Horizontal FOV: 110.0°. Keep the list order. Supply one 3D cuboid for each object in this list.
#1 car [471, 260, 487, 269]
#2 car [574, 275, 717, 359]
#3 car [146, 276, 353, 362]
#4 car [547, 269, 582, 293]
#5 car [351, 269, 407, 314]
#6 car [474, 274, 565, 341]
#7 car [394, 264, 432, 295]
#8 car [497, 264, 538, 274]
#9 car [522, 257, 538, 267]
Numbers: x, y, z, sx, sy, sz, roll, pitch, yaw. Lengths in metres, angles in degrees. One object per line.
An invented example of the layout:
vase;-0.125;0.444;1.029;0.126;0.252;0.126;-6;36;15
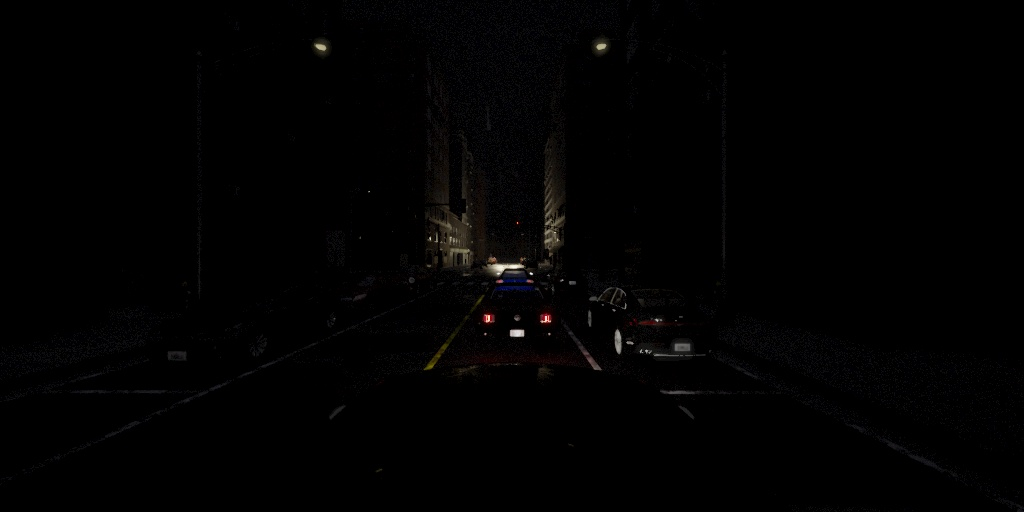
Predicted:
car;-5.473;1.380;56.339;1.802;1.307;4.207;0;0;0
car;2.875;1.302;8.210;2.007;1.370;4.403;0;0;0
car;-5.650;1.317;8.235;1.948;1.339;4.313;0;0;0
car;2.908;1.320;19.212;1.948;1.339;4.313;0;0;0
car;-5.634;1.335;13.736;1.802;1.307;4.207;0;0;0
car;0.119;1.353;9.834;1.895;1.301;4.718;0;0;0
car;-5.618;1.194;19.238;1.967;1.591;4.097;0;0;0
car;0.146;1.318;18.594;1.994;1.385;4.181;0;0;1
car;3.052;1.237;56.301;1.967;1.591;4.097;0;0;0
